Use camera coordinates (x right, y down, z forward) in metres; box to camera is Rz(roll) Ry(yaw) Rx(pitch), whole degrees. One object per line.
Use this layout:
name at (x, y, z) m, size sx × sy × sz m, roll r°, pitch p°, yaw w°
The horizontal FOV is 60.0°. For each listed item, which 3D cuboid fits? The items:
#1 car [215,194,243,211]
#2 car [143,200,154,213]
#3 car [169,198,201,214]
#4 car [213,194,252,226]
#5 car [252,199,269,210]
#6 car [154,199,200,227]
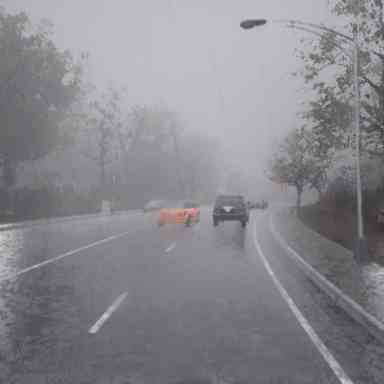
car at (4.744, 1.254, 41.724) m, size 2.150 × 2.045 × 5.566 m, roll -1°, pitch 0°, yaw 21°
car at (-4.021, 1.702, 38.666) m, size 1.837 × 1.490 × 4.892 m, roll -1°, pitch 0°, yaw 19°
car at (-0.707, 1.538, 37.549) m, size 2.128 × 1.511 × 4.902 m, roll -1°, pitch 0°, yaw 19°
car at (2.821, 1.217, 23.334) m, size 2.150 × 2.045 × 5.566 m, roll -1°, pitch 0°, yaw 13°
car at (8.305, 1.562, 41.199) m, size 1.895 × 1.301 × 4.718 m, roll -1°, pitch 0°, yaw 22°
car at (-0.787, 1.379, 23.039) m, size 2.097 × 1.767 × 4.553 m, roll 0°, pitch 0°, yaw 11°
